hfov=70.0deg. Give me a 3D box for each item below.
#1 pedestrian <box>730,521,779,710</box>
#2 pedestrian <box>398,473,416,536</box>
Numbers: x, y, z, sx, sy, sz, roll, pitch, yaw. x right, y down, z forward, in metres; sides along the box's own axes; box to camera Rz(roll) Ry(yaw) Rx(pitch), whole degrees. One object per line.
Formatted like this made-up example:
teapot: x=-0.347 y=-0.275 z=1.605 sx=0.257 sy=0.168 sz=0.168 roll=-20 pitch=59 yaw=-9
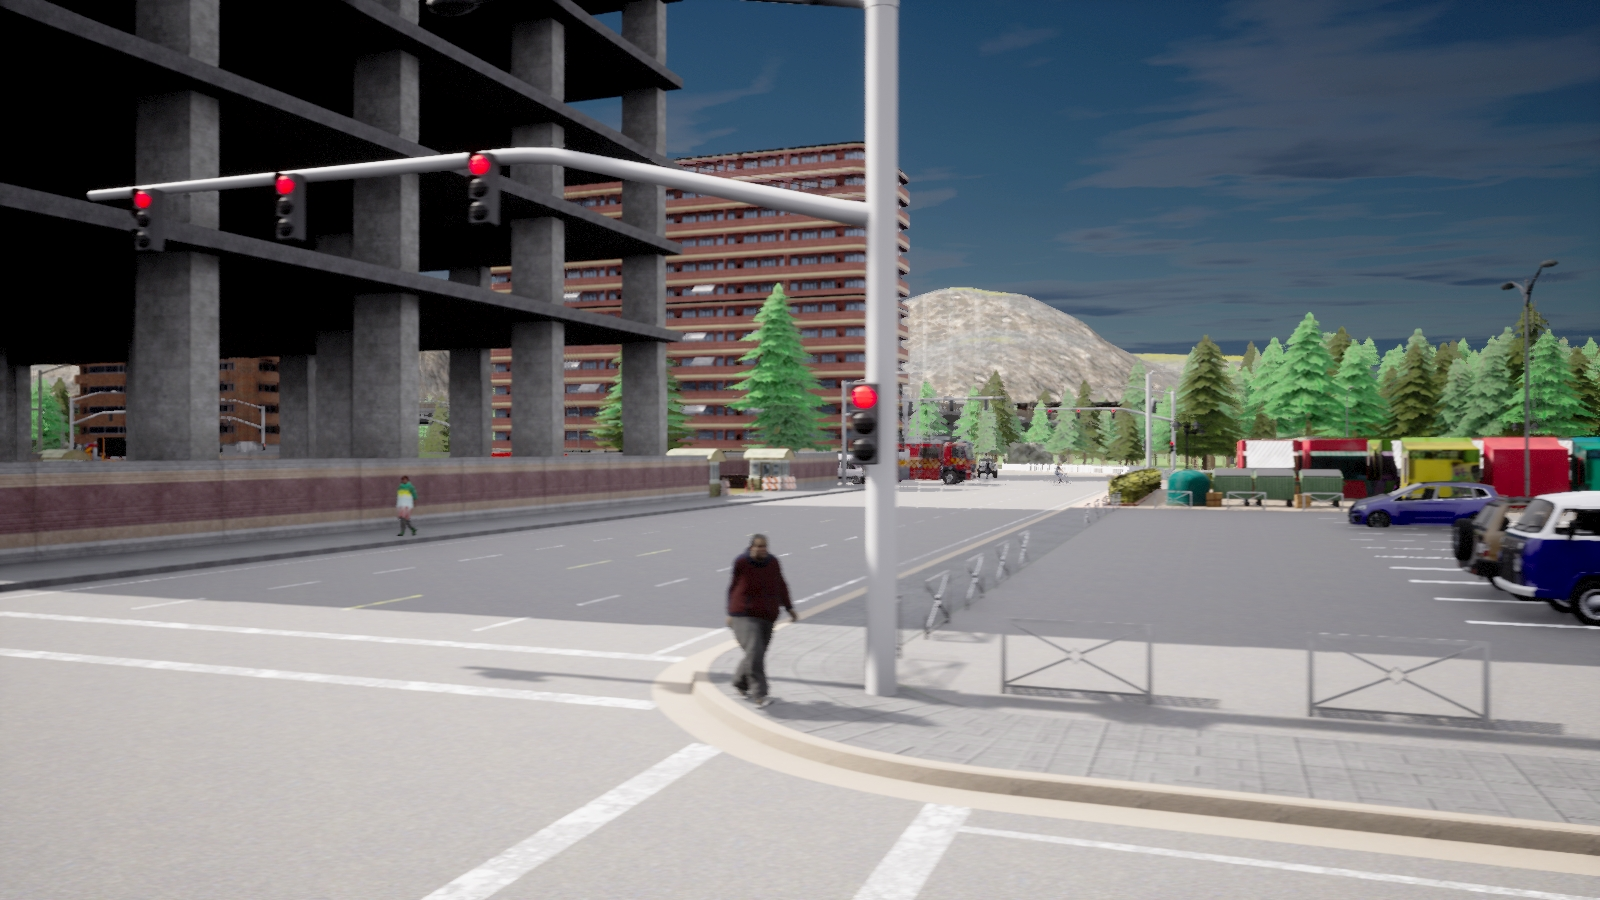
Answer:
pedestrian: x=-0.468 y=1.666 z=11.662 sx=0.375 sy=1.860 sz=0.375 roll=0 pitch=0 yaw=-26
pedestrian: x=-11.776 y=1.636 z=34.226 sx=0.375 sy=1.860 sz=0.375 roll=0 pitch=0 yaw=18
